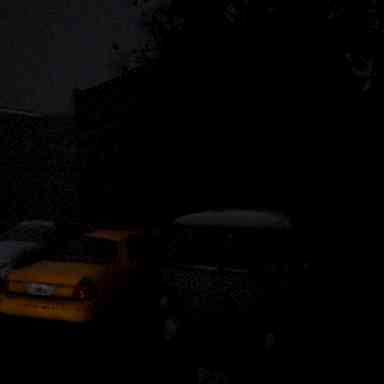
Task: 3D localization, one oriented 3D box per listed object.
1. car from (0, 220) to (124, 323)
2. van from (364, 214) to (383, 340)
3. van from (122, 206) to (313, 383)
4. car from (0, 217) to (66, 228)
[{"bbox_3d":[-1.560,1.460,7.411,1.946,1.575,5.366,0,-1,16],"label":"car"},{"bbox_3d":[3.277,1.263,3.585,1.878,1.987,4.442,1,0,16],"label":"van"},{"bbox_3d":[0.818,1.248,5.353,1.878,1.987,4.442,1,0,16],"label":"van"},{"bbox_3d":[-4.062,1.486,9.002,2.002,1.452,4.674,1,0,16],"label":"car"}]
